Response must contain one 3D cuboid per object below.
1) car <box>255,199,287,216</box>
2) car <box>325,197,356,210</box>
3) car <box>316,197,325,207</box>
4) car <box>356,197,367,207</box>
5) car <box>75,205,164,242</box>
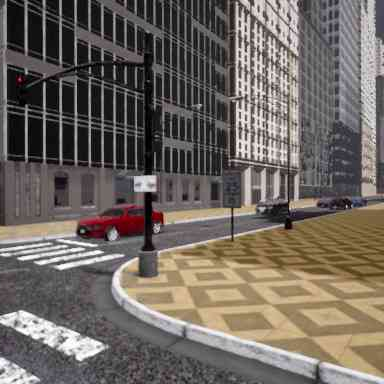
[{"bbox_3d":[7.730,1.394,31.788,2.128,1.511,4.902,0,0,37],"label":"car"},{"bbox_3d":[18.200,1.356,40.537,1.837,1.490,4.892,0,0,37],"label":"car"},{"bbox_3d":[19.013,1.448,46.702,2.033,1.411,5.357,0,0,37],"label":"car"},{"bbox_3d":[24.411,1.366,48.907,2.033,1.411,5.357,0,0,37],"label":"car"},{"bbox_3d":[-3.426,1.438,16.626,1.882,1.535,5.008,0,0,33],"label":"car"}]
